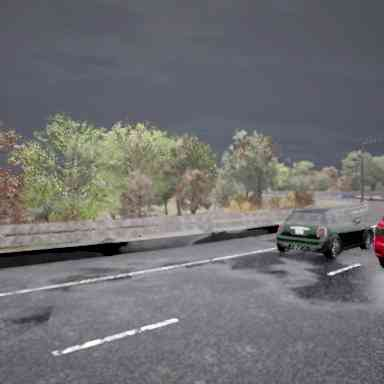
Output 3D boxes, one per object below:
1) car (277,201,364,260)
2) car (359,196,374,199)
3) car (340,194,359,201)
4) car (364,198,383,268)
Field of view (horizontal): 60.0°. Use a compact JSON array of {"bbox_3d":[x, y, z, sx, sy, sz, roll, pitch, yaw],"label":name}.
[{"bbox_3d":[5.304,1.416,13.045,4.553,1.767,2.097,0,0,-43],"label":"car"},{"bbox_3d":[43.114,1.838,84.509,2.033,1.411,5.357,0,0,2],"label":"car"},{"bbox_3d":[39.623,1.515,84.756,2.150,2.045,5.566,0,0,2],"label":"car"},{"bbox_3d":[7.660,1.284,10.420,5.566,2.045,2.150,0,0,-43],"label":"car"}]
